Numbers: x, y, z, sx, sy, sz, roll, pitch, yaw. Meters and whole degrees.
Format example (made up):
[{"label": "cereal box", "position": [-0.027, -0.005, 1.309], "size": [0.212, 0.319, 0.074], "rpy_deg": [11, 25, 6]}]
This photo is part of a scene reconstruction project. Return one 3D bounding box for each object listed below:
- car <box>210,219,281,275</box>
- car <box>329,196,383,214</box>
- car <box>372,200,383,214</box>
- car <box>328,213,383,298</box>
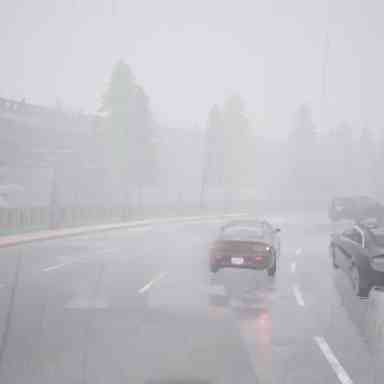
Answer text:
[{"label": "car", "position": [1.818, 1.582, 10.651], "size": [1.812, 1.442, 4.674], "rpy_deg": [0, 0, 17]}, {"label": "car", "position": [12.917, 1.359, 25.876], "size": [5.566, 2.045, 2.150], "rpy_deg": [0, -1, -35]}, {"label": "car", "position": [23.253, 1.676, 37.587], "size": [5.008, 1.535, 1.882], "rpy_deg": [0, -1, -10]}, {"label": "car", "position": [4.762, 1.537, 8.412], "size": [2.128, 1.511, 4.902], "rpy_deg": [0, 0, 14]}]
